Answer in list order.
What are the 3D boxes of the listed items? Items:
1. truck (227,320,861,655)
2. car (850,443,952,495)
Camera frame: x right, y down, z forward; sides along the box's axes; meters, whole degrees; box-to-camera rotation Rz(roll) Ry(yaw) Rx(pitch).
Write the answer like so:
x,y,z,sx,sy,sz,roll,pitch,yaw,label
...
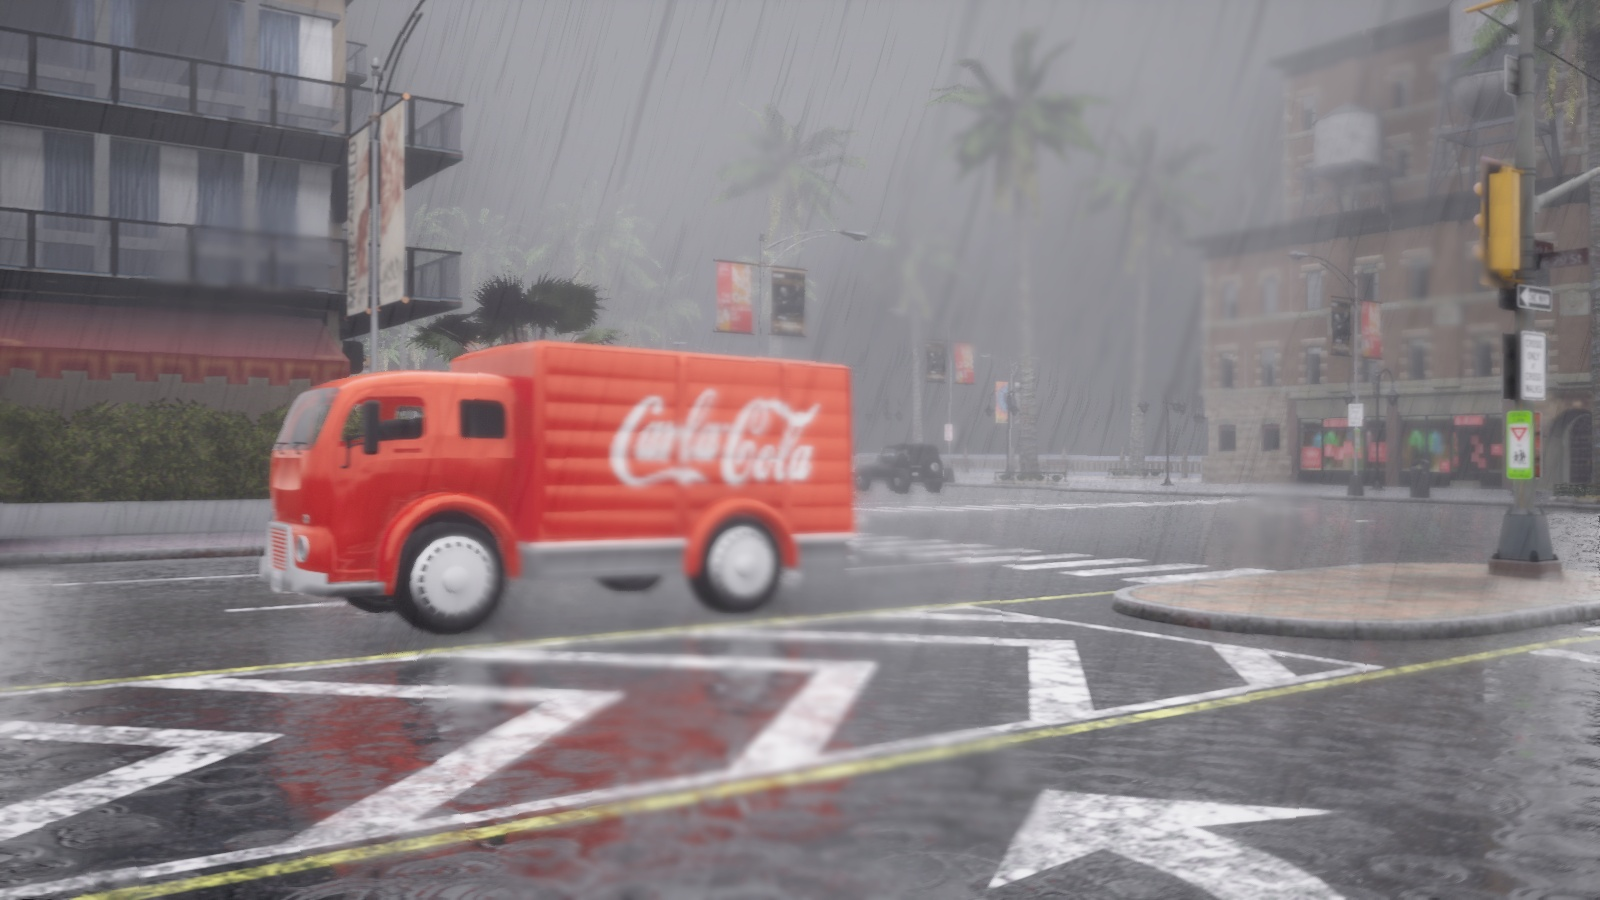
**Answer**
x,y,z,sx,sy,sz,roll,pitch,yaw,label
-2.298,0.312,11.808,5.204,2.467,2.627,1,-1,-35,truck
3.811,0.699,47.918,1.905,1.878,3.866,0,0,-34,car
